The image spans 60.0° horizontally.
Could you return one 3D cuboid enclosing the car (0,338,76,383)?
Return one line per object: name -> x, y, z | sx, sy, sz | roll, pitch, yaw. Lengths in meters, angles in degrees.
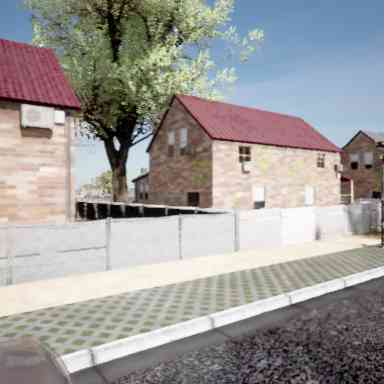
car -> -2.964, 1.555, 0.956 | 5.357, 1.411, 2.033 | 0, 0, -36
